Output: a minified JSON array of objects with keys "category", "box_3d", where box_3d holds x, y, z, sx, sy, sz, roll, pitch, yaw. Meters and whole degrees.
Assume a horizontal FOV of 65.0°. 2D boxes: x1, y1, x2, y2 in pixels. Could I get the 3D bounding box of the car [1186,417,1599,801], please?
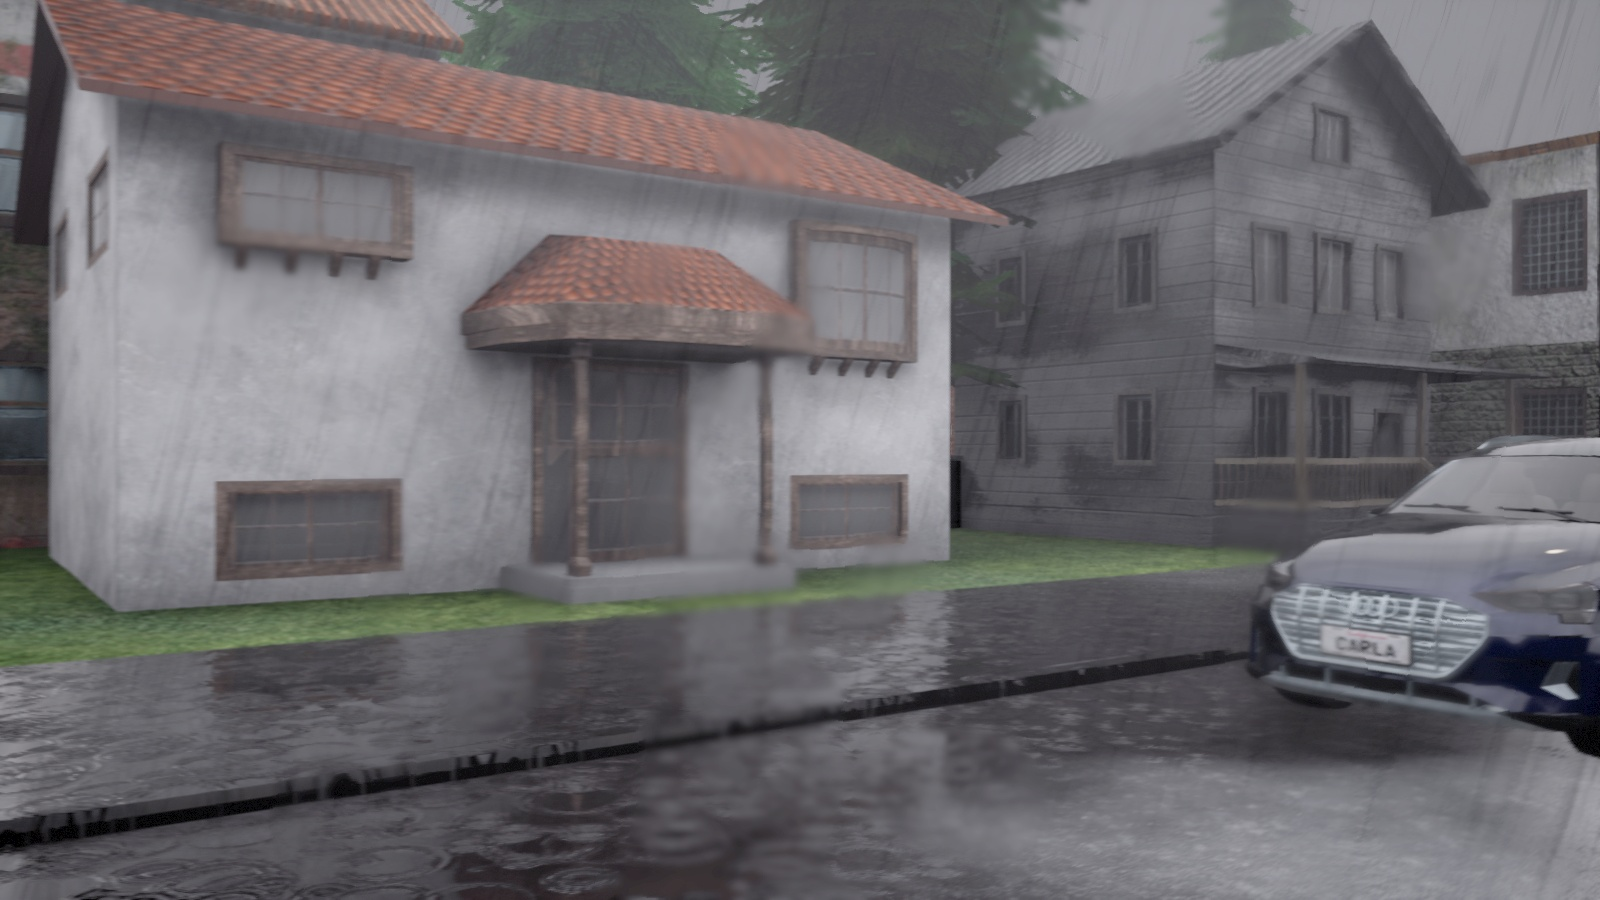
[{"category":"car","box_3d":[4.731,0.684,7.632,4.856,1.649,2.033,0,0,-36]}]
